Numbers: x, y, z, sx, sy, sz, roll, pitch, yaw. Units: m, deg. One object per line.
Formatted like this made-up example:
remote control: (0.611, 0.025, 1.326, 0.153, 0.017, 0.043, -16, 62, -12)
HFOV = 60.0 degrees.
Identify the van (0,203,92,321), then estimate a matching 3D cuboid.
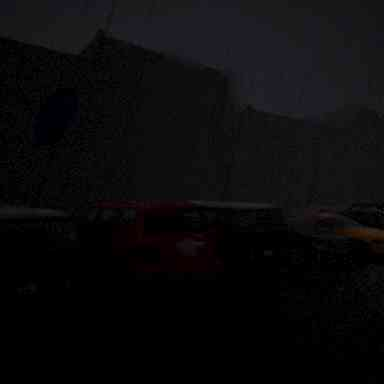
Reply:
van: (-3.784, 1.255, 6.890, 1.878, 1.987, 4.442, 0, 0, -35)

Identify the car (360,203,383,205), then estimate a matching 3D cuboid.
car: (9.764, 1.375, 16.440, 2.185, 1.767, 4.553, 0, 0, -35)

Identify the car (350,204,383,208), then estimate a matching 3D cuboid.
car: (7.518, 1.499, 14.793, 2.231, 1.521, 4.892, 0, 0, -35)

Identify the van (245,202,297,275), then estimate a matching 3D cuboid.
van: (0.647, 1.263, 10.048, 1.878, 1.987, 4.442, 0, 0, -35)

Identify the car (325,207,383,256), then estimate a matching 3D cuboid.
car: (5.356, 1.492, 13.032, 1.946, 1.575, 5.366, 0, 0, -35)

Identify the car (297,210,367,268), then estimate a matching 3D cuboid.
car: (2.978, 1.493, 11.573, 2.231, 1.521, 4.892, 0, 0, -35)

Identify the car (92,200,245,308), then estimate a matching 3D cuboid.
car: (-1.568, 1.234, 8.361, 2.435, 2.045, 5.566, 0, 0, -35)
